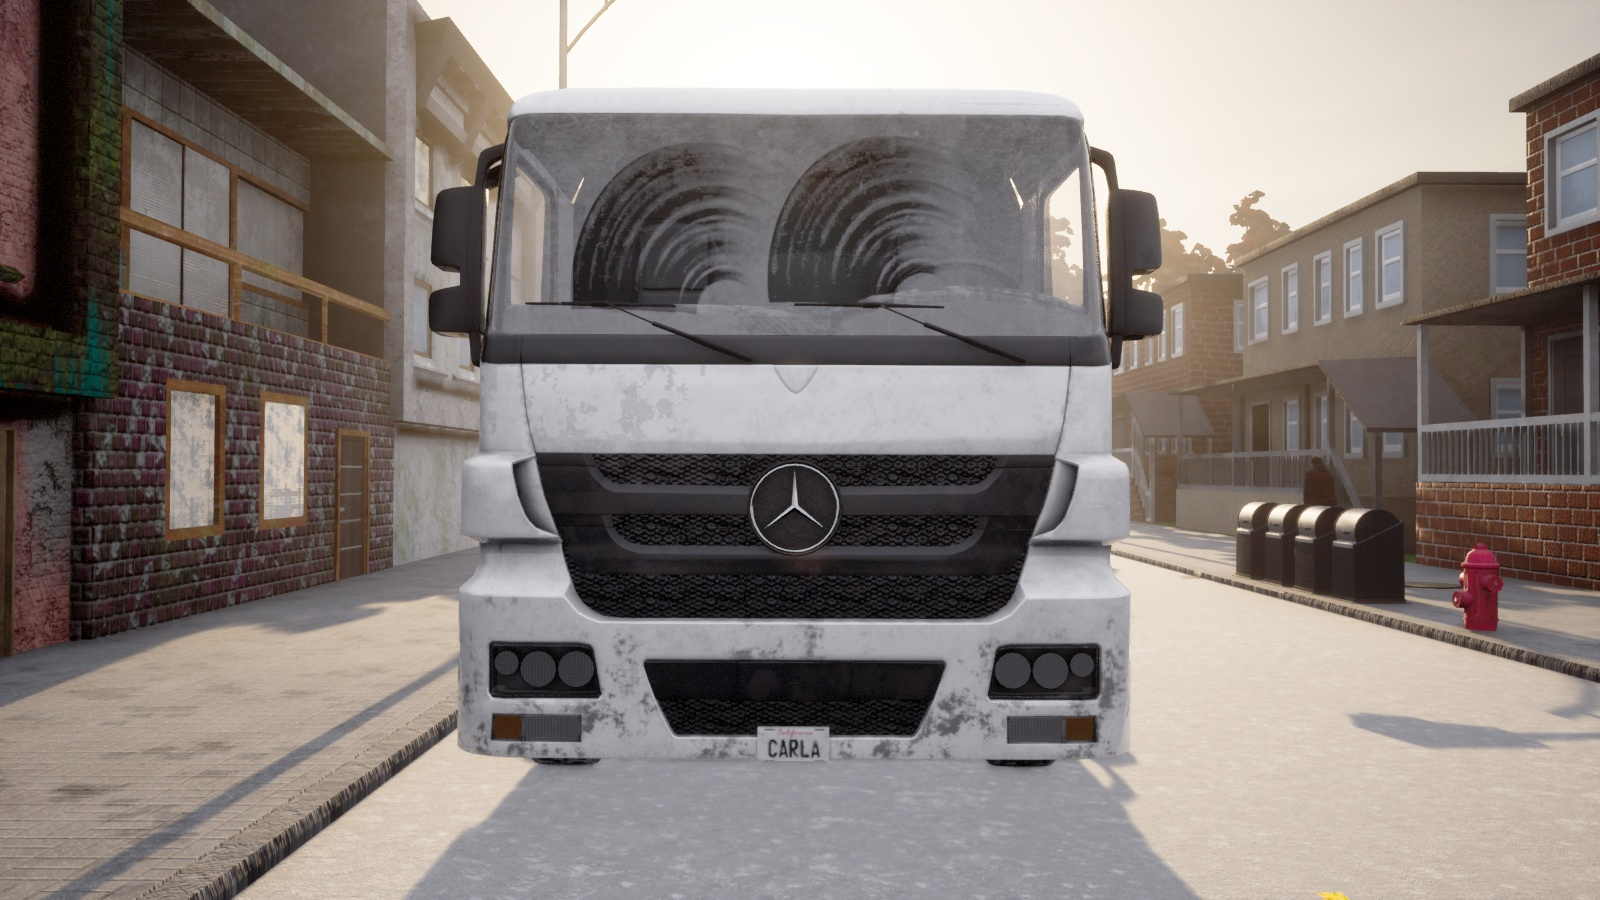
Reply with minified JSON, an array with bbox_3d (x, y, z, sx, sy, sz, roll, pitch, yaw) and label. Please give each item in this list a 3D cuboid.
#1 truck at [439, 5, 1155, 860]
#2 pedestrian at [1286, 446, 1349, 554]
[{"bbox_3d":[-0.025,-0.015,9.072,2.891,3.462,7.936,0,-1,0],"label":"truck"},{"bbox_3d":[8.984,0.854,21.824,0.634,1.844,0.899,0,-1,-9],"label":"pedestrian"}]
